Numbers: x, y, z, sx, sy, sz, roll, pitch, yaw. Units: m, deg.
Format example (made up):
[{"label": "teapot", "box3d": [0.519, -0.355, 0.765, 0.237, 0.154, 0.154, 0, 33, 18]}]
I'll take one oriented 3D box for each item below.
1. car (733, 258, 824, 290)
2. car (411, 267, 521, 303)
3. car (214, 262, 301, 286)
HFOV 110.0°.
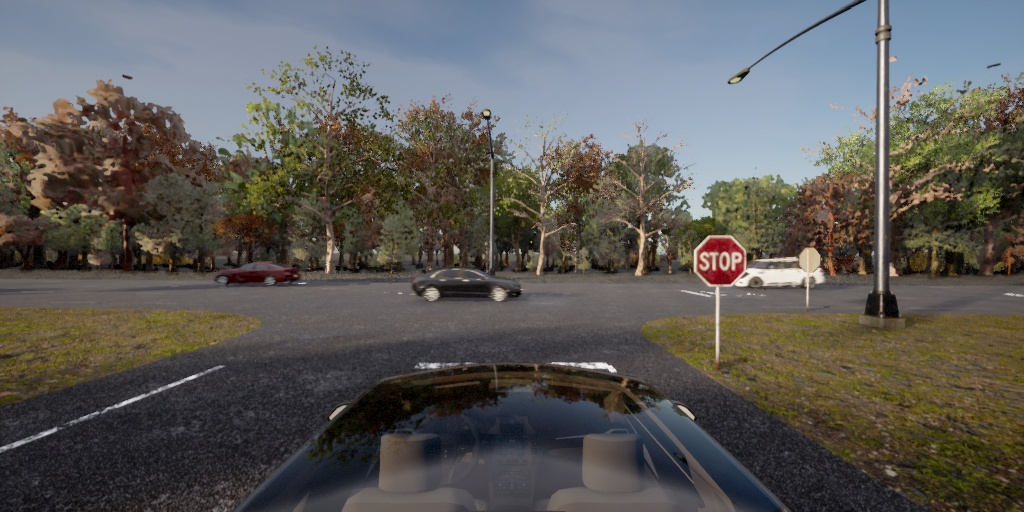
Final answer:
[{"label": "car", "box3d": [16.759, 1.174, 23.099, 5.566, 2.045, 2.150, -1, 0, 0]}, {"label": "car", "box3d": [-2.025, 1.256, 16.189, 4.892, 1.490, 1.837, 0, 0, 0]}, {"label": "car", "box3d": [-16.507, 1.131, 23.361, 5.008, 1.535, 1.882, 0, 0, 1]}]
